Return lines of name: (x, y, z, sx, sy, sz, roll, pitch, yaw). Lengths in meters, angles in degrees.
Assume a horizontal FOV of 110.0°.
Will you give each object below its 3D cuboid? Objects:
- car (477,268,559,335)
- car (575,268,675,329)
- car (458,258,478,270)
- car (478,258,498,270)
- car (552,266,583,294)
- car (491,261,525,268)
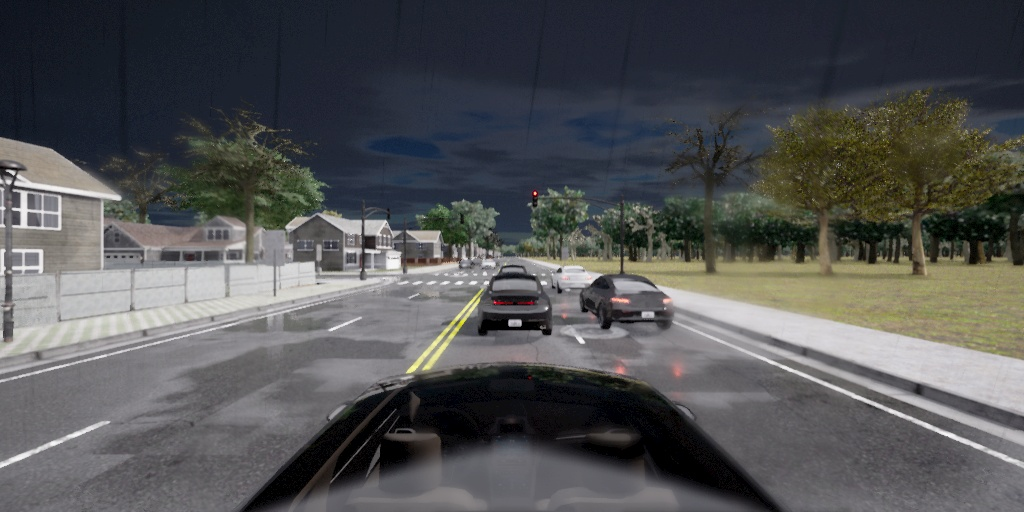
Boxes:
car: (0.083, 1.249, 10.414, 1.837, 1.490, 4.892, 0, 0, 0)
car: (3.334, 1.270, 11.054, 1.812, 1.442, 4.674, 0, 0, 0)
car: (-6.583, 1.196, 51.852, 2.128, 1.511, 4.902, 0, 0, 0)
car: (-3.336, 1.230, 51.395, 1.812, 1.442, 4.674, 0, 0, 0)
car: (3.311, 1.264, 20.159, 1.812, 1.442, 4.674, 0, 0, 0)
car: (0.058, 1.243, 19.831, 1.837, 1.490, 4.892, 0, 0, 0)
